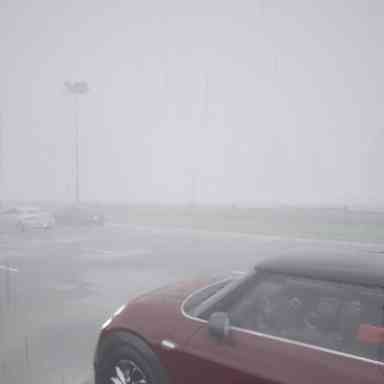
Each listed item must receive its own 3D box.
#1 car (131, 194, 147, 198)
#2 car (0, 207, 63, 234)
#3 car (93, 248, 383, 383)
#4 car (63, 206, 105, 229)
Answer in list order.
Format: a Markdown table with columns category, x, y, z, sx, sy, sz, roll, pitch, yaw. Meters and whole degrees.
| category | x | y | z | sx | sy | sz | roll | pitch | yaw |
| --- | --- | --- | --- | --- | --- | --- | --- | --- | --- |
| car | -14.841 | 1.427 | 93.779 | 4.605 | 1.855 | 1.932 | 0 | 0 | 35 |
| car | -10.001 | 1.588 | 19.708 | 4.674 | 1.442 | 1.812 | 0 | 0 | 35 |
| car | 1.138 | 1.355 | 3.180 | 4.553 | 1.767 | 2.097 | 0 | 0 | 35 |
| car | -7.823 | 1.626 | 22.450 | 4.181 | 1.385 | 1.994 | 0 | 0 | 35 |
